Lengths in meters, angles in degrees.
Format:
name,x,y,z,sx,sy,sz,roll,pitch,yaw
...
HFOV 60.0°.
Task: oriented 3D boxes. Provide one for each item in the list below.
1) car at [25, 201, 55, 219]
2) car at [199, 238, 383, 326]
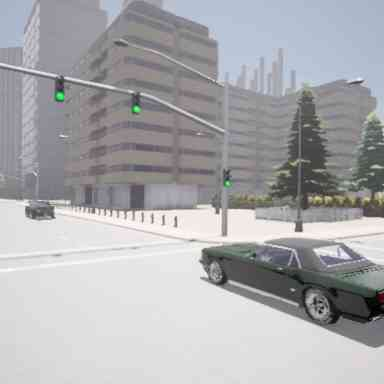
name,x,y,z,sx,sy,sz,roll,pitch,yaw
car,-13.677,1.577,29.853,1.837,1.490,4.892,1,0,-35
car,2.166,1.670,7.366,1.895,1.301,4.718,1,0,-34
